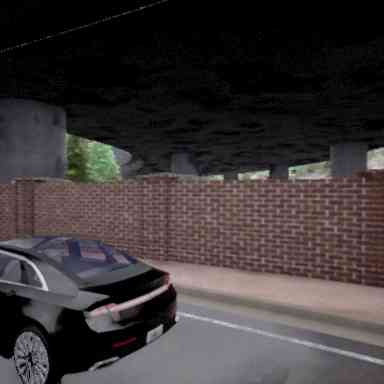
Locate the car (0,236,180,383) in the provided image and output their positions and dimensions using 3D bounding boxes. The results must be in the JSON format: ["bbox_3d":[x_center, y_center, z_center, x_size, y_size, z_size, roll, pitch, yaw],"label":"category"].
[{"bbox_3d":[-2.531,1.448,5.160,4.902,1.511,2.128,0,0,30],"label":"car"}]
